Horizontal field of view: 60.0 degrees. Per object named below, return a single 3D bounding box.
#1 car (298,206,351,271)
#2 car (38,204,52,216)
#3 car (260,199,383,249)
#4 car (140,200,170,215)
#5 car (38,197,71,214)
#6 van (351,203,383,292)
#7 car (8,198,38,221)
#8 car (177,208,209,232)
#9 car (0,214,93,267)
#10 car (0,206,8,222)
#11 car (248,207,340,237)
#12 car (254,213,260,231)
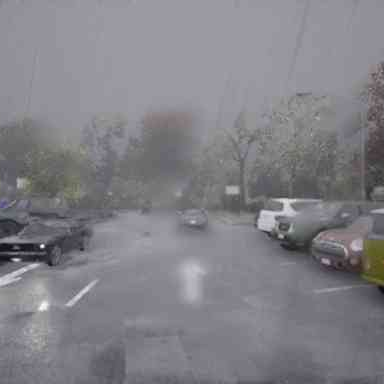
[{"bbox_3d":[5.968,1.443,10.354,4.553,1.767,2.185,1,0,-20],"label":"car"},{"bbox_3d":[-11.008,1.671,19.528,4.792,1.488,2.163,-1,-1,-20],"label":"car"},{"bbox_3d":[5.912,1.340,13.353,5.566,2.045,2.435,1,0,-20],"label":"car"},{"bbox_3d":[-4.333,1.652,38.151,2.097,1.767,4.553,0,0,-29],"label":"car"},{"bbox_3d":[-11.053,1.413,22.447,5.566,2.045,2.435,-1,0,-20],"label":"car"},{"bbox_3d":[6.047,1.321,7.372,4.442,1.987,1.878,1,-1,-20],"label":"van"},{"bbox_3d":[-11.000,1.367,16.564,5.566,2.045,2.435,-1,-1,-20],"label":"car"},{"bbox_3d":[0.066,1.731,21.243,1.994,1.385,4.181,0,0,0],"label":"car"},{"bbox_3d":[-5.125,1.696,11.937,1.895,1.301,4.718,0,0,0],"label":"car"},{"bbox_3d":[-10.998,1.344,13.604,5.566,2.045,2.435,-1,-1,-20],"label":"car"},{"bbox_3d":[5.940,1.669,19.435,4.792,1.488,2.163,1,-1,-20],"label":"car"},{"bbox_3d":[5.949,1.365,16.413,5.566,2.045,2.435,1,-1,-20],"label":"car"}]
